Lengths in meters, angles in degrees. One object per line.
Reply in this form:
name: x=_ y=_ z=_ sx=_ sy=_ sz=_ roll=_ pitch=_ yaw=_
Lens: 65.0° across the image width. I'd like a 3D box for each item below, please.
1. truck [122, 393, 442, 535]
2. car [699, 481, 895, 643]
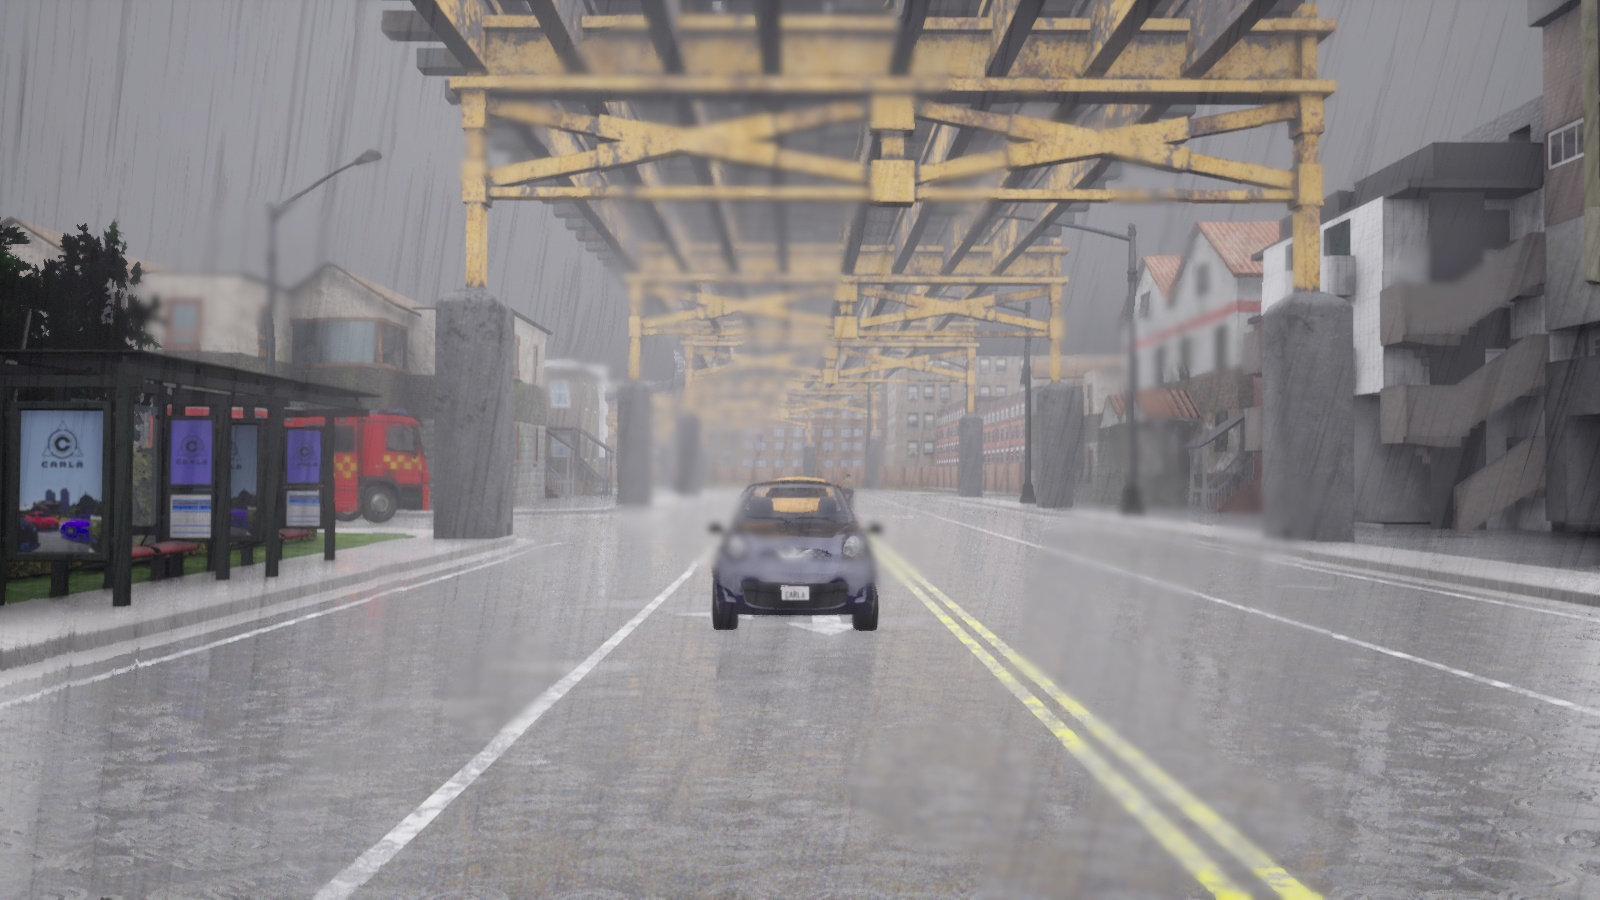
truck: x=-15.444 y=0.449 z=38.009 sx=8.468 sy=3.827 sz=2.891 roll=1 pitch=-2 yaw=-44
car: x=-0.037 y=1.096 z=13.671 sx=1.845 sy=1.501 sz=3.633 roll=0 pitch=-1 yaw=0
